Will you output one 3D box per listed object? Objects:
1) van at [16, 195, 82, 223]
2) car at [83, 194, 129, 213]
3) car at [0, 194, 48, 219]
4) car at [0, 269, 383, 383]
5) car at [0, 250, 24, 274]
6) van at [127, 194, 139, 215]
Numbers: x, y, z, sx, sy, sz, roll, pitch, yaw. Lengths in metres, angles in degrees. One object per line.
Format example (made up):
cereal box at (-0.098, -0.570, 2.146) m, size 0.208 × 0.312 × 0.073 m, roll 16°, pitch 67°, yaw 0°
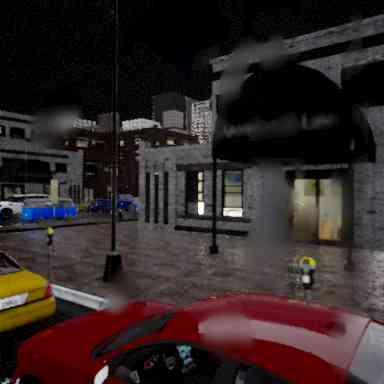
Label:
van at (-10.744, 1.374, 25.241) m, size 1.690 × 1.788 × 3.998 m, roll 0°, pitch 0°, yaw 35°
car at (-9.023, 1.235, 37.756) m, size 2.150 × 2.045 × 5.566 m, roll 1°, pitch 0°, yaw 36°
car at (-14.981, 1.207, 29.279) m, size 2.150 × 2.045 × 5.566 m, roll 1°, pitch 0°, yaw 35°
car at (0.342, 1.543, 2.624) m, size 4.507 × 1.381 × 1.887 m, roll 0°, pitch 0°, yaw 36°
car at (-4.434, 1.514, 6.032) m, size 4.829 × 1.417 × 1.752 m, roll 0°, pitch 0°, yaw 36°
van at (-4.397, 1.403, 34.279) m, size 1.690 × 1.788 × 3.998 m, roll 0°, pitch 0°, yaw 35°
